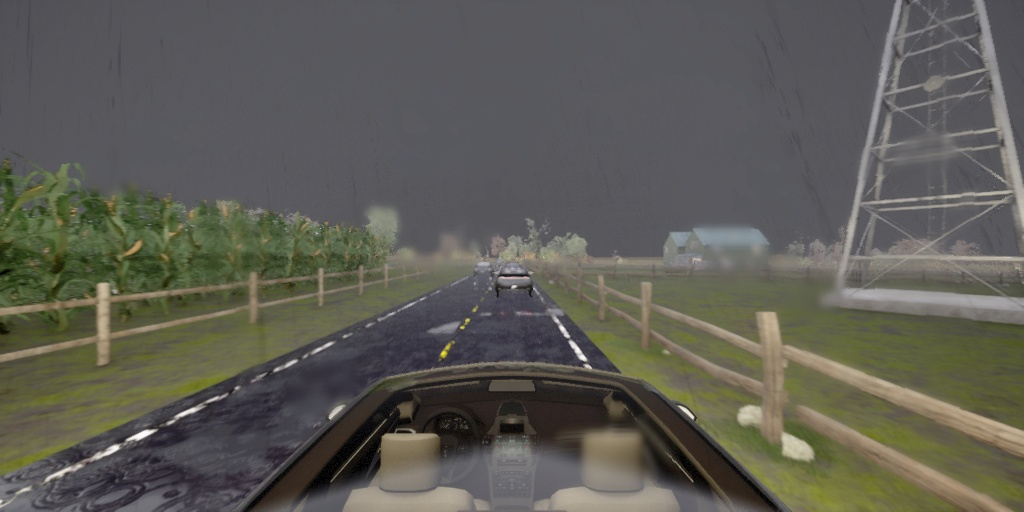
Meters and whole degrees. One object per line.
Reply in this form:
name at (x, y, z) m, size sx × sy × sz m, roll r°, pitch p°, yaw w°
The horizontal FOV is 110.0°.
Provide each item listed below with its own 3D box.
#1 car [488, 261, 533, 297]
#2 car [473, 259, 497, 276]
car at (0.094, 1.229, 18.939) m, size 2.128 × 1.511 × 4.902 m, roll 0°, pitch 0°, yaw 0°
car at (-2.857, 1.263, 36.828) m, size 1.812 × 1.442 × 4.674 m, roll 0°, pitch 0°, yaw 0°
